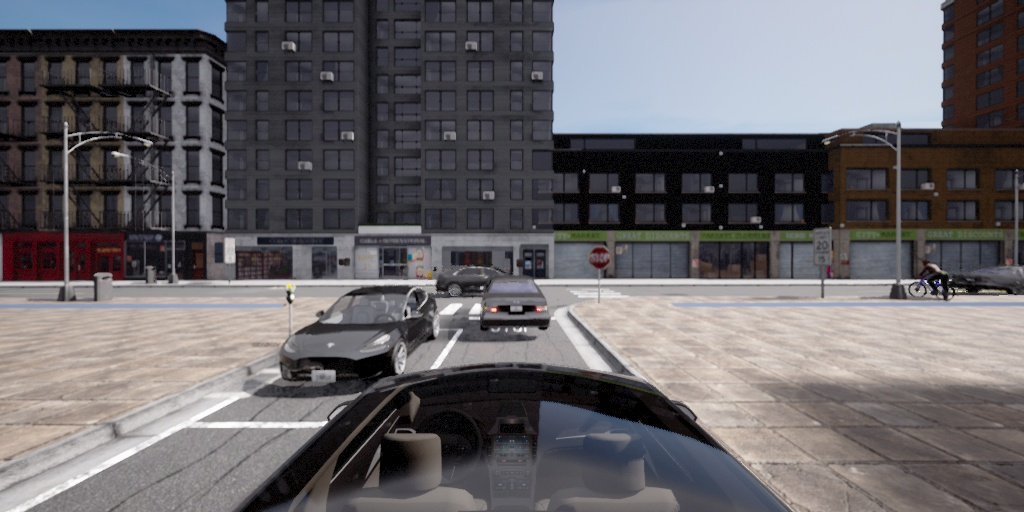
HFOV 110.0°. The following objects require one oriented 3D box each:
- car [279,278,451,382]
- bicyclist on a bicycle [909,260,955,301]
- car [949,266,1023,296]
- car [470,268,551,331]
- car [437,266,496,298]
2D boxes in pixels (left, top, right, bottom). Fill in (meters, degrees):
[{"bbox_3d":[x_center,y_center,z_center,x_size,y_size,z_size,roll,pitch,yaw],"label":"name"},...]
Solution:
[{"bbox_3d":[-2.636,1.304,7.195,1.948,1.339,4.313,0,0,0],"label":"car"},{"bbox_3d":[17.362,0.995,14.871,0.582,1.620,1.656,0,0,0],"label":"bicyclist on a bicycle"},{"bbox_3d":[25.218,1.214,17.773,5.357,1.411,2.033,0,0,0],"label":"car"},{"bbox_3d":[-0.017,1.278,10.930,2.033,1.411,5.357,0,0,-3],"label":"car"},{"bbox_3d":[-1.314,1.222,17.793,4.892,1.490,1.837,0,0,0],"label":"car"}]
